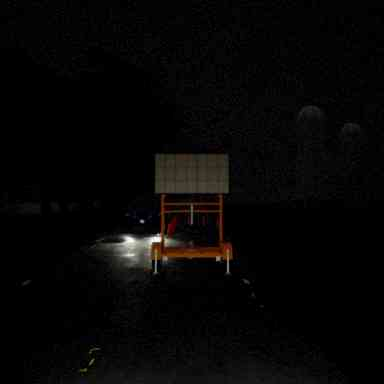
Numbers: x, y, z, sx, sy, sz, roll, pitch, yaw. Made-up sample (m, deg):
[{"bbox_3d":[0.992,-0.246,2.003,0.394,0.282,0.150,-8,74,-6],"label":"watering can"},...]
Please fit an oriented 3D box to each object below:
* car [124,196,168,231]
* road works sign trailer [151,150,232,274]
[{"bbox_3d":[-2.759,1.275,21.163,2.150,2.045,5.566,0,0,0],"label":"car"},{"bbox_3d":[-0.004,0.482,10.560,2.380,3.560,2.880,0,0,0],"label":"road works sign trailer"}]
